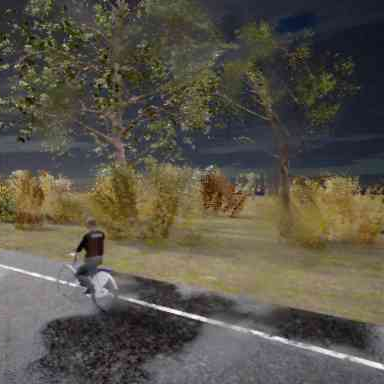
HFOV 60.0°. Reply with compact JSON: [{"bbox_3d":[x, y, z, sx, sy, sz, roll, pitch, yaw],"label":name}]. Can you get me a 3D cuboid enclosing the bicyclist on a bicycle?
[{"bbox_3d":[-2.124,1.373,6.570,1.843,1.776,0.659,0,0,35],"label":"bicyclist on a bicycle"}]
